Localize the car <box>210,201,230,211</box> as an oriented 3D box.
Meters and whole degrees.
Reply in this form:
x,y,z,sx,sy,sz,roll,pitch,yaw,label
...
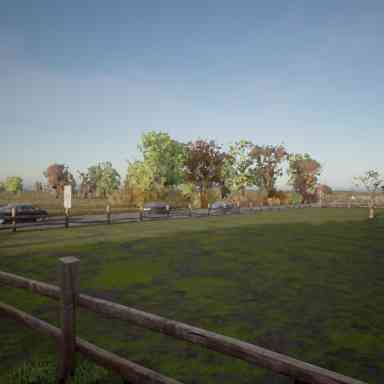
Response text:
x,y,z,sx,sy,sz,roll,pitch,yaw,label
4.262,2.153,51.464,1.812,1.442,4.674,1,0,36,car

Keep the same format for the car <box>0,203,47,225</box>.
x,y,z,sx,sy,sz,roll,pitch,yaw,label
-13.877,1.683,26.029,1.837,1.490,4.892,1,0,35,car

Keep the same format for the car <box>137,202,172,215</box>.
x,y,z,sx,sy,sz,roll,pitch,yaw,label
-4.348,1.907,39.442,2.128,1.511,4.902,1,0,35,car
